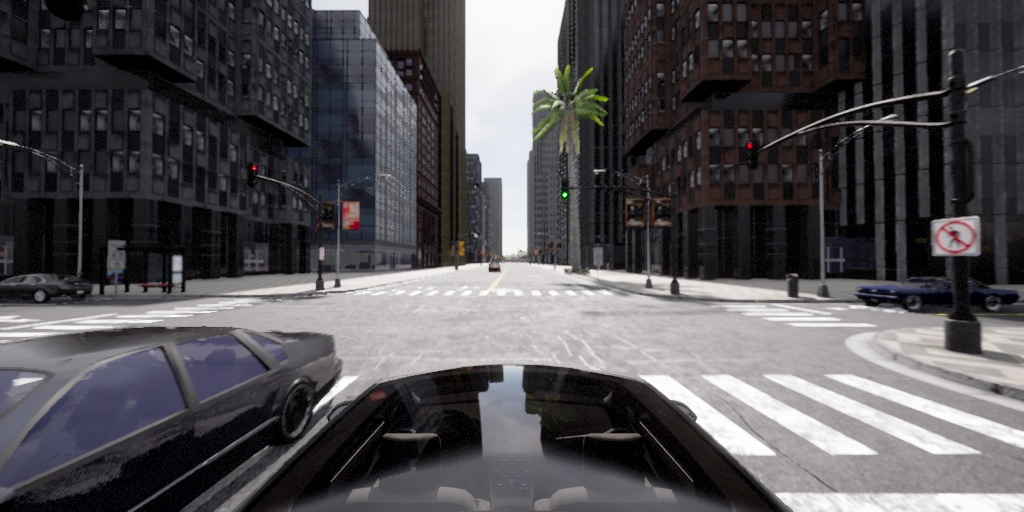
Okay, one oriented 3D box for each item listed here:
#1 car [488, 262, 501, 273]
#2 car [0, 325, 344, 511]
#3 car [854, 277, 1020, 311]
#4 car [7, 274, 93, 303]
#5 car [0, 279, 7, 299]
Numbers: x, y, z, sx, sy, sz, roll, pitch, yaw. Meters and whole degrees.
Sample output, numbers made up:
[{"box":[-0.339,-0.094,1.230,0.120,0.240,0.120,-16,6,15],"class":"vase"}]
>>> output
[{"box":[-2.915,1.861,60.913,2.097,1.767,4.553,0,-1,0],"class":"car"},{"box":[-3.236,1.319,2.603,2.033,1.411,5.357,0,-1,0],"class":"car"},{"box":[17.215,1.515,14.770,4.718,1.301,1.895,0,-1,3],"class":"car"},{"box":[-23.474,1.547,17.689,4.403,1.370,2.007,0,0,0],"class":"car"},{"box":[-20.842,1.448,11.823,5.357,1.411,2.033,0,-1,0],"class":"car"}]
